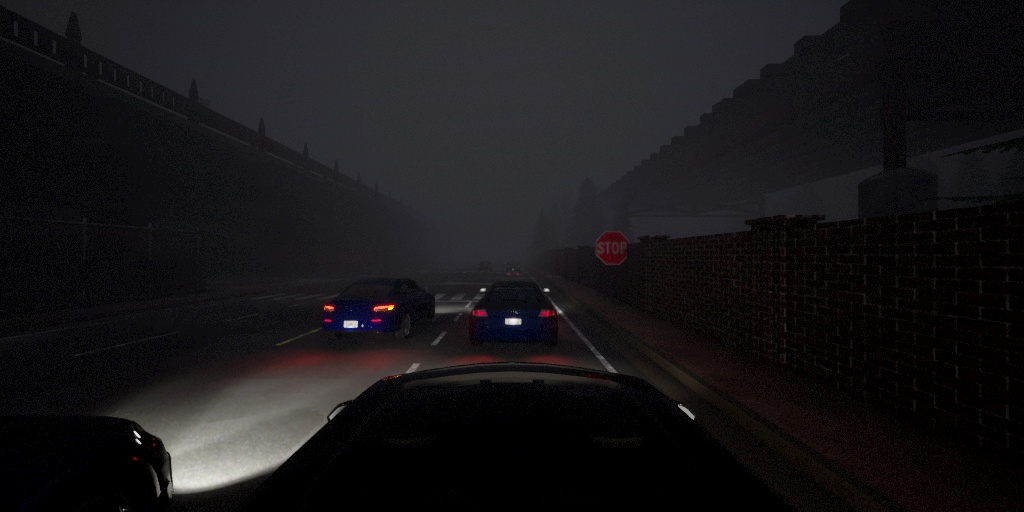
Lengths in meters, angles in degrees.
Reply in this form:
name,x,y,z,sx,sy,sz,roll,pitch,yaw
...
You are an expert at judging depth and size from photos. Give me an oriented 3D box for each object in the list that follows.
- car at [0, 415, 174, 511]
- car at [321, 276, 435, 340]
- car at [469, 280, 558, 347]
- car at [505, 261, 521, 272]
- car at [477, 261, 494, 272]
name,x,y,z,sx,sy,sz,roll,pitch,yaw
car,-3.399,1.314,0.784,1.994,1.385,4.181,0,0,0
car,-3.412,1.276,9.880,1.812,1.442,4.674,0,0,0
car,0.069,1.314,9.357,1.994,1.385,4.181,0,0,1
car,0.102,1.351,46.168,1.895,1.301,4.718,0,0,-1
car,-3.393,1.297,46.000,2.033,1.411,5.357,0,0,-1
